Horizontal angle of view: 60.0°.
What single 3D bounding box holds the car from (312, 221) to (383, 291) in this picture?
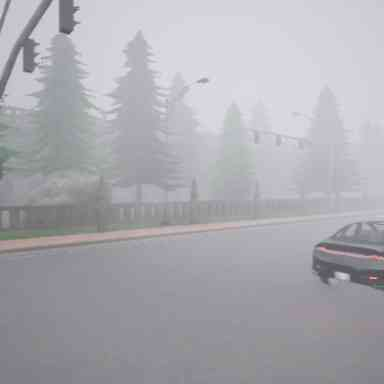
[{"bbox_3d":[4.844,1.457,8.087,4.902,1.511,2.128,0,1,-39],"label":"car"}]
